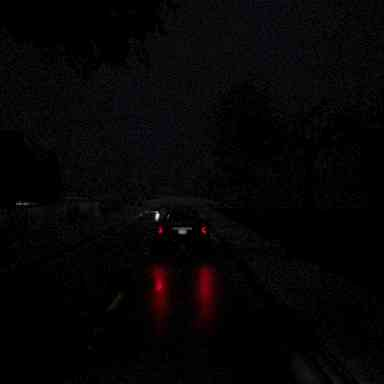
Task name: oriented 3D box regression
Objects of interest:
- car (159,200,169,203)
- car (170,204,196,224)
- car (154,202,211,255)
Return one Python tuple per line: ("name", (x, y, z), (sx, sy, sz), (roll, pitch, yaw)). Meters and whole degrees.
("car", (-3.977, 1.936, 47.288), (1.812, 1.442, 4.674), (0, -1, -1))
("car", (-0.768, 1.806, 29.004), (2.033, 1.411, 5.357), (0, 0, -1))
("car", (-0.399, 1.480, 14.088), (2.097, 1.767, 4.553), (0, -1, -1))
